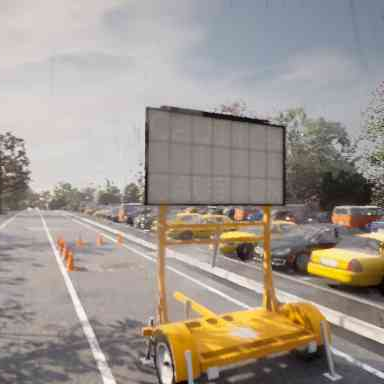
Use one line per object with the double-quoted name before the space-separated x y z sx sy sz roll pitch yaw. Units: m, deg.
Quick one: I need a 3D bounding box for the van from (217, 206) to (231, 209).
"van" 5.723 2.421 40.267 4.442 1.987 1.878 1 -2 -25

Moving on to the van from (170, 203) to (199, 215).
"van" -1.171 2.832 55.525 4.442 1.987 1.878 1 -2 -25

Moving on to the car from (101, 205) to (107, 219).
"car" -7.254 2.505 37.335 4.792 1.488 2.163 1 -2 -25

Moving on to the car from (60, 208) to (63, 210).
"car" -31.983 4.069 90.087 5.566 2.045 2.435 1 -3 -25

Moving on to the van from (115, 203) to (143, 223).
"van" -4.765 2.118 32.379 4.442 1.987 1.878 1 -2 -25

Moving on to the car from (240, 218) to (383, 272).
"car" 4.552 1.913 12.228 4.892 1.521 2.231 1 -1 -25

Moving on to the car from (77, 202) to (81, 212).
"car" -16.656 3.015 57.450 5.008 1.535 2.097 1 -2 -25

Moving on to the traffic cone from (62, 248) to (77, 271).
"traffic cone" -3.922 2.219 10.783 0.340 0.580 0.340 1 -2 -25

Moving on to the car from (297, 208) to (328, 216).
"car" 11.674 2.367 27.903 4.792 1.488 2.163 1 -1 -25

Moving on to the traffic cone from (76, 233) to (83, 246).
"traffic cone" -5.602 2.365 16.627 0.340 0.580 0.340 1 -2 -25

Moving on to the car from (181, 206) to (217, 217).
"car" 1.121 2.918 50.338 5.008 1.535 2.097 1 -2 -25

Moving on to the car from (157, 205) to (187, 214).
"car" -3.581 3.187 60.368 5.008 1.535 2.097 1 -2 -25

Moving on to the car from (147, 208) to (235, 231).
"car" 0.004 2.094 22.356 5.366 1.575 1.946 1 -2 -25

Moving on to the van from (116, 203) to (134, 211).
"van" -18.743 4.220 92.996 4.442 1.987 1.878 1 -3 -25

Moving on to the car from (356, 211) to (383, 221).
"car" 14.025 2.269 22.750 4.792 1.488 2.163 1 -1 -25

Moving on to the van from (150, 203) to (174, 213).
"van" -5.872 3.101 65.555 4.442 1.987 1.878 1 -2 -25

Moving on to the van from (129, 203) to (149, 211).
"van" -12.865 3.661 80.466 4.442 1.987 1.878 1 -3 -25

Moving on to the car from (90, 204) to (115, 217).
"car" -9.751 2.604 42.296 5.366 1.575 1.946 1 -2 -25

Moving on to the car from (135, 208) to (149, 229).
"car" -1.343 2.149 24.780 4.892 1.521 2.231 1 -2 -25

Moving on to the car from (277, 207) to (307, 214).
"car" 10.554 2.419 30.293 4.792 1.488 2.163 1 -2 -25

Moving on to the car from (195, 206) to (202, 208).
"car" 3.453 2.532 45.319 5.566 2.045 2.435 1 -2 -25

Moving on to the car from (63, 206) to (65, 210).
"car" -30.752 4.239 87.587 4.792 1.488 2.163 1 -3 -25

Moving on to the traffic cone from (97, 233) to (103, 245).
"traffic cone" -4.701 2.384 17.055 0.340 0.580 0.340 1 -2 -25

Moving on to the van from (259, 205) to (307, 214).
"van" 9.264 2.222 32.733 4.442 1.987 1.878 1 -2 -25

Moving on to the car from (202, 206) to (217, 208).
"car" 4.629 2.465 42.812 5.566 2.045 2.435 1 -2 -25

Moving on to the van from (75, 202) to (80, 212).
"van" -19.111 2.922 62.436 4.442 1.987 1.878 1 -2 -25

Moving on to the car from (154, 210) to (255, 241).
"car" 0.794 2.040 19.797 5.366 1.575 1.946 1 -1 -25

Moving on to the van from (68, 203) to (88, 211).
"van" -28.317 3.761 82.613 4.442 1.987 1.878 1 -3 -25

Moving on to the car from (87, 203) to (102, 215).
"car" -11.945 2.746 47.398 4.892 1.521 2.231 1 -2 -25

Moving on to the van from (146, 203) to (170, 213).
"van" -6.995 3.165 67.949 4.442 1.987 1.878 1 -2 -25

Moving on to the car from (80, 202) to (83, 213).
"car" -15.501 2.821 54.930 4.553 1.767 2.185 1 -2 -25

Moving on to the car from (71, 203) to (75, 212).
"car" -20.157 2.966 65.011 5.566 2.045 2.435 1 -2 -25

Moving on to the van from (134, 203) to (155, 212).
"van" -10.726 3.433 75.356 4.442 1.987 1.878 1 -3 -25

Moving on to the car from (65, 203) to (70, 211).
"car" -27.240 3.873 80.044 5.008 1.535 2.097 1 -3 -25

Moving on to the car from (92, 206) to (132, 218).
"car" -10.755 2.679 44.890 4.892 1.521 2.231 1 -2 -25

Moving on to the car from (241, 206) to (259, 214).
"car" 8.183 2.515 35.297 5.008 1.535 2.097 1 -2 -25

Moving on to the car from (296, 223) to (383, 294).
"car" 5.892 1.869 9.790 5.366 1.575 1.946 1 -1 -25

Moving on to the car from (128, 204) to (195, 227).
"car" -2.488 2.084 27.316 4.553 1.767 2.185 1 -2 -25

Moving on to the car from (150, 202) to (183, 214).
"car" -4.828 3.006 62.986 5.566 2.045 2.435 1 -2 -25

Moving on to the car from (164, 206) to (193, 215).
"car" -2.402 3.160 57.860 4.674 1.452 2.002 1 -2 -25

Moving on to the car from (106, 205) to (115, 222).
"car" -6.076 2.438 34.822 4.792 1.488 2.163 1 -2 -25

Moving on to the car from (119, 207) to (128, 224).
"car" -3.667 2.304 29.821 4.792 1.488 2.163 1 -2 -25

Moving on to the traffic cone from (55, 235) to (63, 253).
"traffic cone" -5.642 2.304 14.393 0.340 0.580 0.340 1 -2 -25

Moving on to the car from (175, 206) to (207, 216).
"car" -0.100 3.028 52.960 4.674 1.452 2.002 1 -2 -25

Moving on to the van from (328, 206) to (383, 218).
"van" 12.931 2.064 25.438 4.442 1.987 1.878 1 -1 -25

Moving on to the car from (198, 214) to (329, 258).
"car" 3.201 1.949 14.660 5.366 1.575 1.946 1 -1 -25

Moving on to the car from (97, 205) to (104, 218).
"car" -8.432 2.572 39.848 4.792 1.488 2.163 1 -2 -25

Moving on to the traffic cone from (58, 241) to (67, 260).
"traffic cone" -4.782 2.261 12.588 0.340 0.580 0.340 1 -2 -25

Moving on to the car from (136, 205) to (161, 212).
"car" -9.440 3.549 72.892 5.008 1.535 2.097 1 -3 -25

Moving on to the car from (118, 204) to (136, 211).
"car" -17.702 4.205 90.423 4.553 1.767 2.185 1 -3 -25

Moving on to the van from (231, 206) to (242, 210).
"van" 7.110 2.359 37.858 4.442 1.987 1.878 1 -2 -25

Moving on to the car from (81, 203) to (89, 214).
"car" -13.285 2.806 49.835 5.366 1.575 1.946 1 -2 -25

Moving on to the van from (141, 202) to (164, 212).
"van" -8.438 3.231 70.478 4.442 1.987 1.878 1 -2 -25

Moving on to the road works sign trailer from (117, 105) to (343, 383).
"road works sign trailer" 0.325 0.610 5.097 2.380 3.560 2.880 1 -2 -27
